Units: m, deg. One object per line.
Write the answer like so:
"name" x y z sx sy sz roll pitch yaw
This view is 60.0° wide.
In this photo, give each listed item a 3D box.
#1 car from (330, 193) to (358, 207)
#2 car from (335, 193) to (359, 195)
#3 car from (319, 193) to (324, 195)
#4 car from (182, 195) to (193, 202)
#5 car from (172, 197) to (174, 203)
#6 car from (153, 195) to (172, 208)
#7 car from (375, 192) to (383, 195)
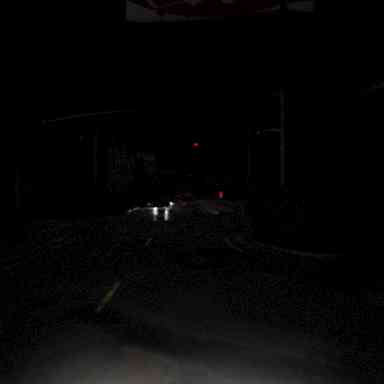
"car" 21.804 1.049 47.849 1.932 1.855 4.605 0 0 -1
"car" 18.638 1.067 39.932 1.905 1.878 3.866 0 0 -1
"car" 24.677 1.025 65.279 2.152 1.636 5.027 0 0 -1
"car" -0.794 1.250 64.219 1.812 1.442 4.674 0 0 -1
"car" -4.294 1.305 61.181 1.994 1.385 4.181 0 0 0
"car" -4.141 1.336 45.375 1.812 1.442 4.674 0 0 -1
"car" 37.470 0.928 65.474 1.905 1.878 3.866 0 0 -1
